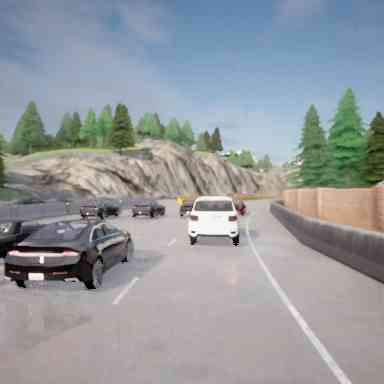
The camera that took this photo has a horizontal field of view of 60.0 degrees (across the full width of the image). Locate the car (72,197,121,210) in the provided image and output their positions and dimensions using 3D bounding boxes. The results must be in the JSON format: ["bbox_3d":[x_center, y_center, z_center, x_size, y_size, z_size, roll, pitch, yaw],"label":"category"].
[{"bbox_3d":[-7.575,1.482,27.888,2.128,1.511,4.902,0,0,10],"label":"car"}]

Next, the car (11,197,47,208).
[{"bbox_3d":[-24.090,1.459,49.354,1.837,1.490,4.892,0,0,17],"label":"car"}]

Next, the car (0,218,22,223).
[{"bbox_3d":[-6.295,1.589,11.819,1.895,1.301,4.718,0,0,5],"label":"car"}]

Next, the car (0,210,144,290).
[{"bbox_3d":[-2.975,1.487,9.103,2.128,1.511,4.902,0,0,4],"label":"car"}]

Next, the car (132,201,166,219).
[{"bbox_3d":[-3.718,1.492,29.373,2.128,1.511,4.902,0,0,11],"label":"car"}]

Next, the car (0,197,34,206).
[{"bbox_3d":[-22.234,1.504,43.247,2.033,1.411,5.357,0,0,15],"label":"car"}]

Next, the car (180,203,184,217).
[{"bbox_3d":[0.187,1.516,30.913,1.837,1.490,4.892,0,0,12],"label":"car"}]

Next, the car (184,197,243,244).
[{"bbox_3d":[1.159,1.230,15.981,2.150,2.045,5.566,0,0,7],"label":"car"}]

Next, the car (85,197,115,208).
[{"bbox_3d":[-13.352,1.460,48.616,1.882,1.535,5.008,0,0,18],"label":"car"}]

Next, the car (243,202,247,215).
[{"bbox_3d":[4.496,1.501,33.962,1.882,1.535,5.008,0,0,14],"label":"car"}]

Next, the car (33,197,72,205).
[{"bbox_3d":[-18.211,1.516,44.733,2.033,1.411,5.357,0,0,16],"label":"car"}]
